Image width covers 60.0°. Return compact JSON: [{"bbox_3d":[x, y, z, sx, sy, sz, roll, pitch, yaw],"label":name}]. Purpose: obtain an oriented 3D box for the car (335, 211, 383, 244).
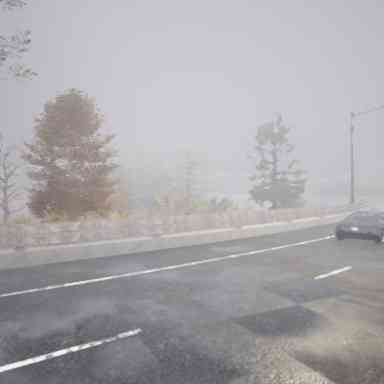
[{"bbox_3d":[8.596,1.594,16.064,4.181,1.385,1.994,0,0,-45],"label":"car"}]
